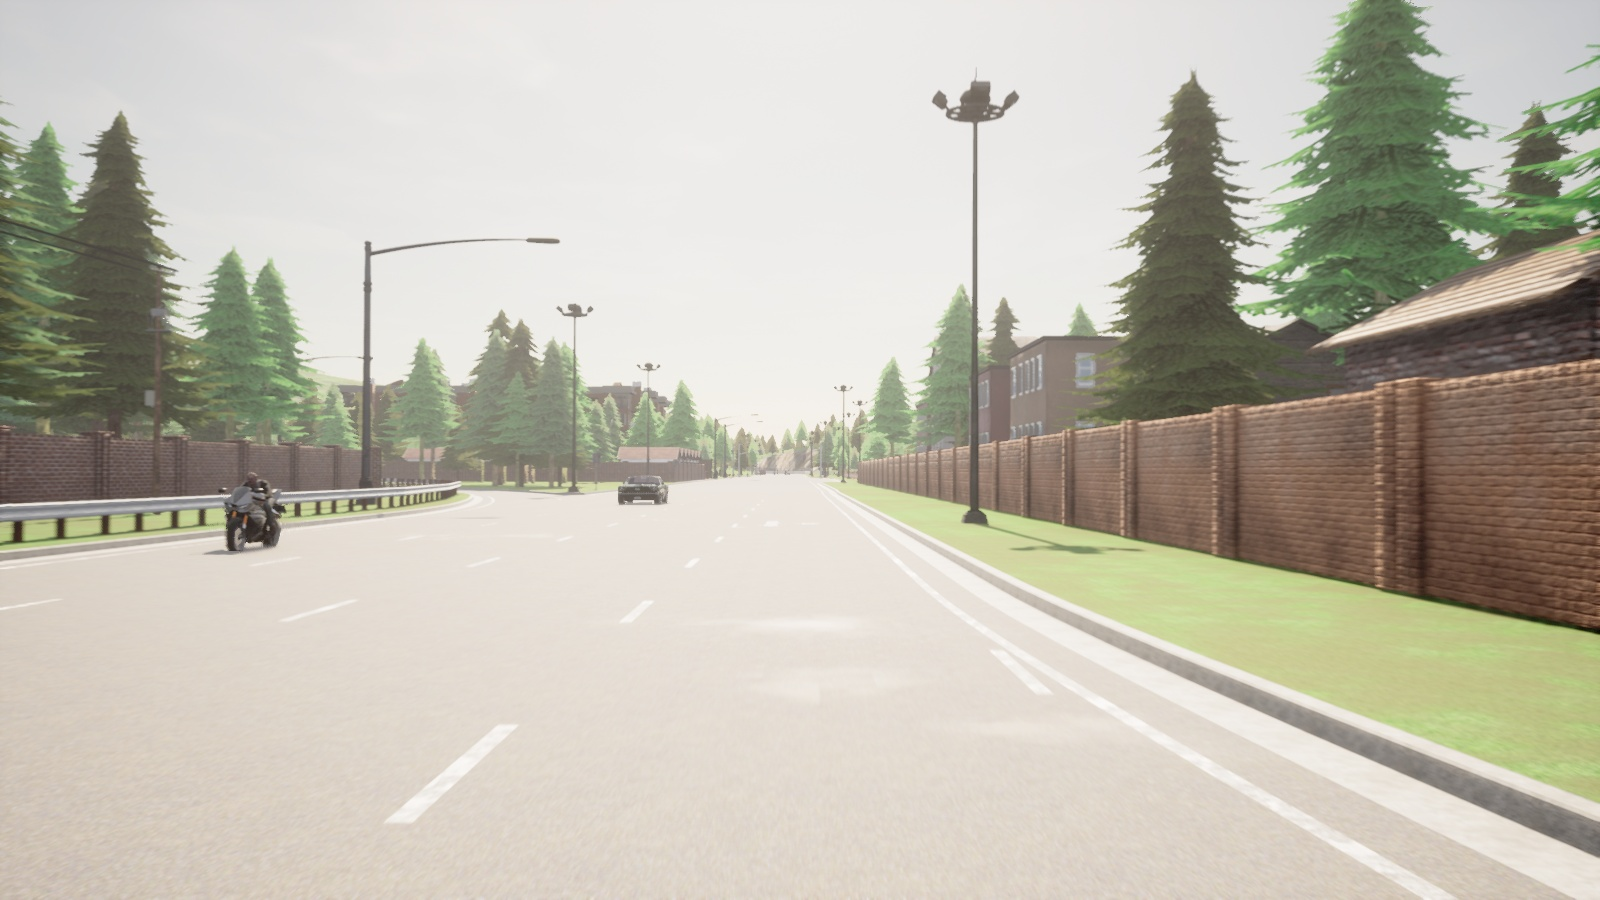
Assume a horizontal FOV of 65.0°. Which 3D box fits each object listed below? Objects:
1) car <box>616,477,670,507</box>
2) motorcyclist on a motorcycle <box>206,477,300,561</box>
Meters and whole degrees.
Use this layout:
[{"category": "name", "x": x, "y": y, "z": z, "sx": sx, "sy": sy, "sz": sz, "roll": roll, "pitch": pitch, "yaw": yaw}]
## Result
[{"category": "car", "x": -7.139, "y": 1.890, "z": 57.459, "sx": 1.895, "sy": 1.301, "sz": 4.718, "roll": 0, "pitch": -1, "yaw": 0}, {"category": "motorcyclist on a motorcycle", "x": -10.559, "y": 1.293, "z": 24.347, "sx": 0.866, "sy": 1.530, "sz": 2.191, "roll": 0, "pitch": -1, "yaw": 0}]
